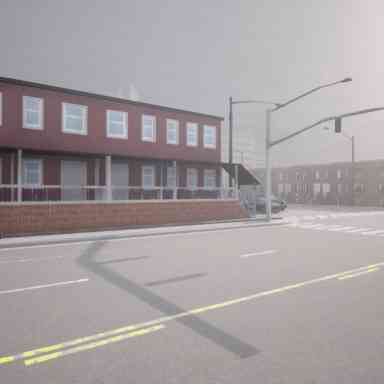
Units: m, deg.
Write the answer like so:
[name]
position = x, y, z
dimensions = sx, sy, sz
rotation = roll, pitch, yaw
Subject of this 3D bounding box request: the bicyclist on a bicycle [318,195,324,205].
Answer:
[bicyclist on a bicycle]
position = 20.310, 1.321, 52.338
dimensions = 1.656, 1.620, 0.582
rotation = 0, 0, -36

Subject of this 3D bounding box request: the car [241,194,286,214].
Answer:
[car]
position = 7.425, 1.344, 35.997
dimensions = 2.097, 1.767, 4.553
rotation = 0, 0, -36
